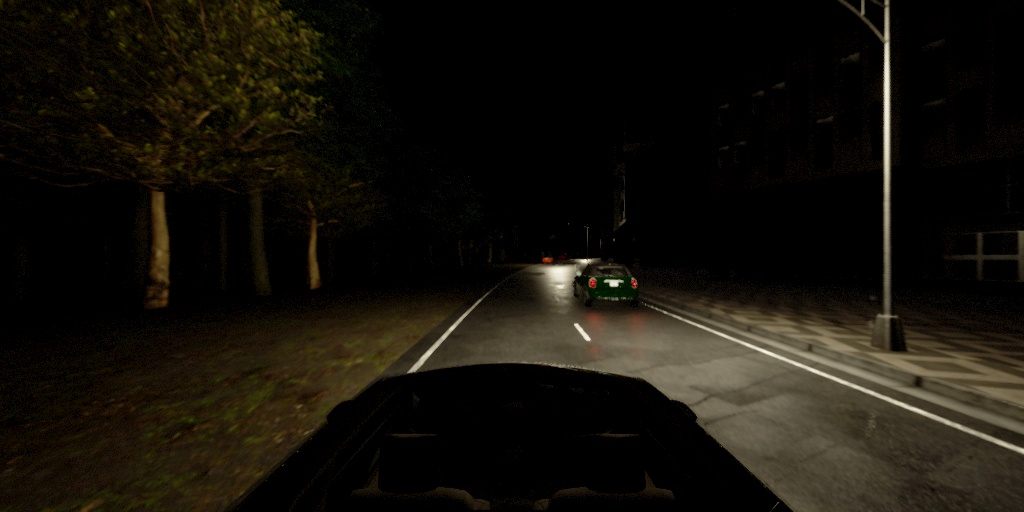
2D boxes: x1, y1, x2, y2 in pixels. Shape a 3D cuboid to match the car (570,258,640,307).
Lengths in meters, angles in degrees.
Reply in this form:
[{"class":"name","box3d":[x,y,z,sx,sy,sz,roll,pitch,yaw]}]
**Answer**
[{"class":"car","box3d":[3.966,1.105,15.775,2.097,1.767,4.553,0,0,2]}]
